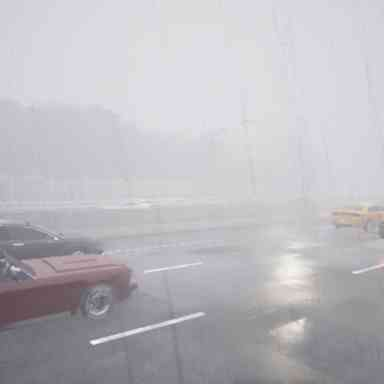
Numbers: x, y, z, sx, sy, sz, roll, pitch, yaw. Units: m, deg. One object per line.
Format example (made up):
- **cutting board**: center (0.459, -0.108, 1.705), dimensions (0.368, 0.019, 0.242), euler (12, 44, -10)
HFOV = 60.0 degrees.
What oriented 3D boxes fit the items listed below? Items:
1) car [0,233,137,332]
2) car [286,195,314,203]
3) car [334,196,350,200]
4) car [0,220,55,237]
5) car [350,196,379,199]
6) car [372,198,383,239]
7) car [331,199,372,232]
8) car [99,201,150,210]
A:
- **car**: center (-3.376, 1.601, 5.636), dimensions (4.718, 1.301, 1.895), euler (0, 0, -35)
- **car**: center (16.025, 1.185, 49.459), dimensions (5.008, 1.535, 1.882), euler (0, 0, -35)
- **car**: center (20.024, 1.233, 43.714), dimensions (4.674, 1.442, 1.812), euler (0, 0, -35)
- **car**: center (-4.828, 1.506, 8.898), dimensions (4.892, 1.490, 1.837), euler (0, 0, -35)
- **car**: center (21.793, 1.236, 40.683), dimensions (4.674, 1.442, 1.812), euler (0, 0, -35)
- **car**: center (10.843, 1.285, 15.727), dimensions (4.553, 1.767, 2.097), euler (-1, 0, -35)
- **car**: center (10.259, 1.395, 19.600), dimensions (5.008, 1.535, 1.882), euler (-1, 0, -35)
- **car**: center (-5.954, 1.501, 29.812), dimensions (4.674, 1.442, 1.812), euler (0, 0, -35)
